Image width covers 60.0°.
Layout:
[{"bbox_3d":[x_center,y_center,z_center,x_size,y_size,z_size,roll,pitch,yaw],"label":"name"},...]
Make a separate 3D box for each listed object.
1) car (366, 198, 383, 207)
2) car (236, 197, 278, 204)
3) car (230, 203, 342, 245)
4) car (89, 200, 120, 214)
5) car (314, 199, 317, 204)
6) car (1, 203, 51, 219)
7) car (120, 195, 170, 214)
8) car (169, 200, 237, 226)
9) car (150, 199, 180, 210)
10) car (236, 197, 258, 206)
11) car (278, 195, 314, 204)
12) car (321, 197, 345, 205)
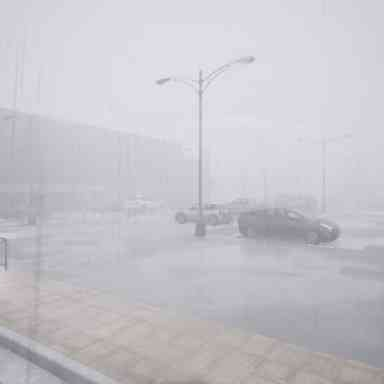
[{"bbox_3d":[28.063,1.576,49.318,3.806,1.475,1.970,0,0,35],"label":"car"},{"bbox_3d":[4.169,1.345,27.868,5.027,1.636,2.152,0,0,35],"label":"car"},{"bbox_3d":[4.378,1.490,15.381,4.514,1.523,2.007,0,0,35],"label":"car"},{"bbox_3d":[-9.725,1.682,38.986,1.837,1.490,4.892,0,0,35],"label":"car"},{"bbox_3d":[12.888,1.289,40.931,4.605,1.855,1.932,0,0,35],"label":"car"},{"bbox_3d":[-15.373,1.740,30.994,1.994,1.385,4.181,0,0,35],"label":"car"},{"bbox_3d":[-5.320,1.398,38.787,2.150,2.045,5.566,0,0,36],"label":"car"},{"bbox_3d":[0.732,1.424,22.439,3.806,1.475,1.970,0,0,35],"label":"car"},{"bbox_3d":[-3.809,1.740,47.340,1.994,1.385,4.181,0,0,35],"label":"car"},{"bbox_3d":[10.024,1.668,60.538,2.128,1.511,4.902,0,0,35],"label":"car"},{"bbox_3d":[11.549,1.269,38.320,3.866,1.878,1.905,0,0,35],"label":"car"},{"bbox_3d":[23.720,1.565,56.033,3.633,1.501,1.845,0,0,35],"label":"car"}]
